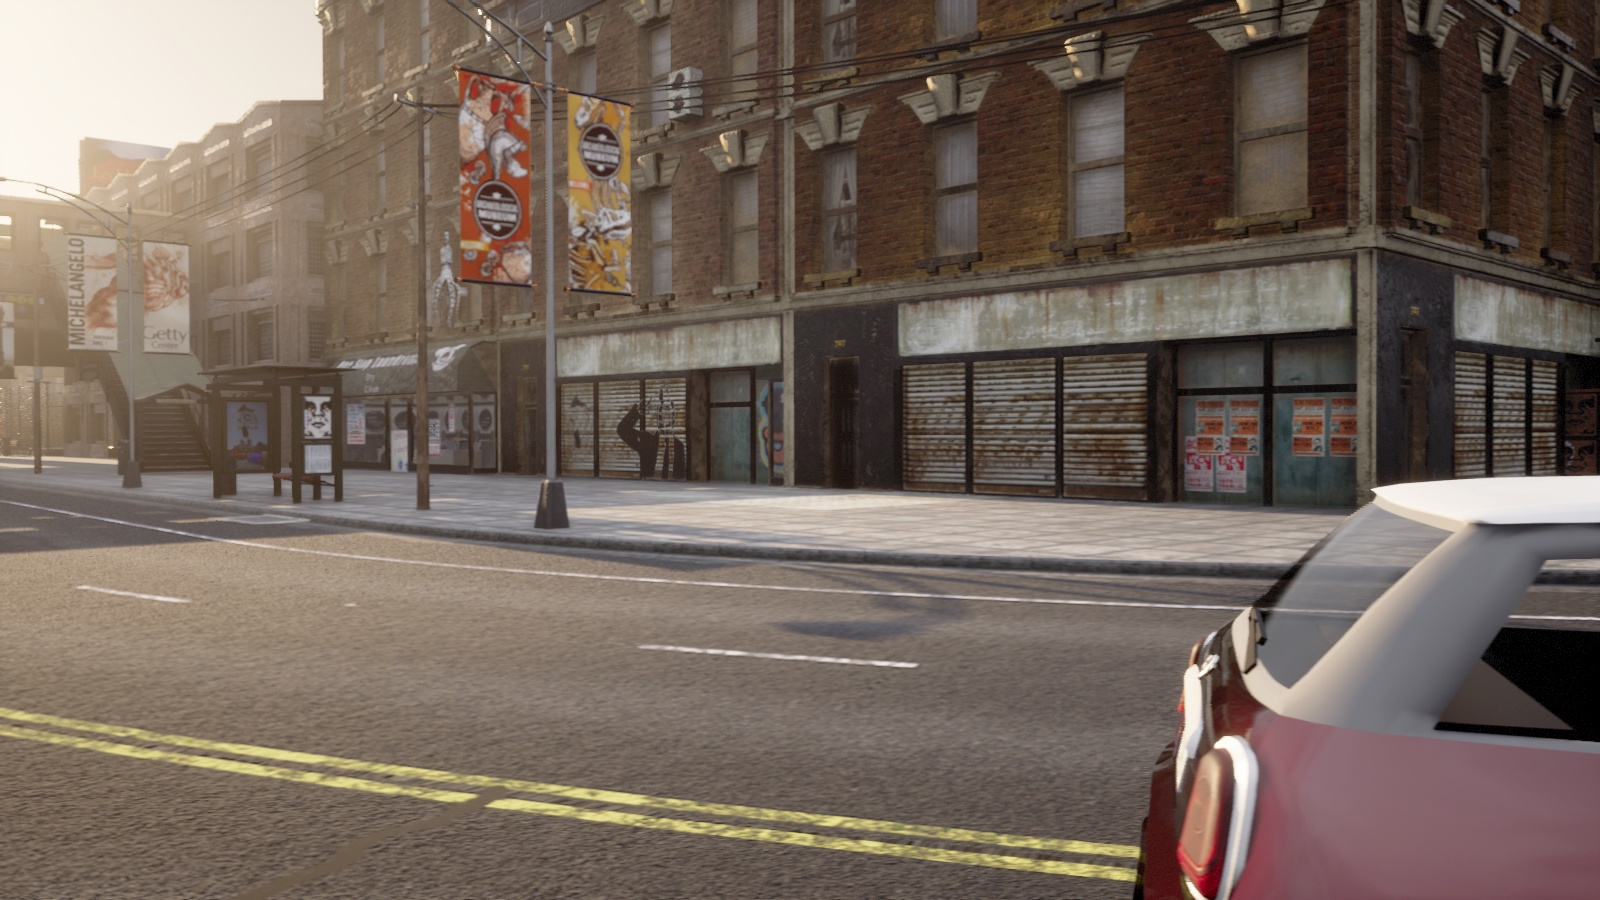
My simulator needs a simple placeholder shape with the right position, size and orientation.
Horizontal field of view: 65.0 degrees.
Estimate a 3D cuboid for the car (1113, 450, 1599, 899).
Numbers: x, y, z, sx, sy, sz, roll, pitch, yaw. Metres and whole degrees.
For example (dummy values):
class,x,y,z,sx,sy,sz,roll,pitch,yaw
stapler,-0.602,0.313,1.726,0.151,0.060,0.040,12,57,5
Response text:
class,x,y,z,sx,sy,sz,roll,pitch,yaw
car,2.606,0.767,2.404,3.806,1.475,1.970,0,1,17
